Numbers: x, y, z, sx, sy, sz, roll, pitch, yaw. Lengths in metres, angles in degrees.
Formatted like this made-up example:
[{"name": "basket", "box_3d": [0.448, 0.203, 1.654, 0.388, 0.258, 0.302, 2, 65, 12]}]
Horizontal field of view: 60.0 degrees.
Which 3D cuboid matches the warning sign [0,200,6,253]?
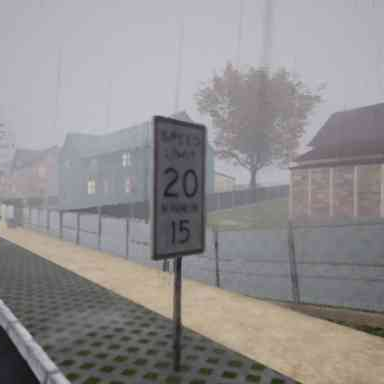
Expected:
[{"name": "warning sign", "box_3d": [-7.509, 1.209, 11.872, 1.300, 1.860, 1.060, 1, -1, -40]}]
